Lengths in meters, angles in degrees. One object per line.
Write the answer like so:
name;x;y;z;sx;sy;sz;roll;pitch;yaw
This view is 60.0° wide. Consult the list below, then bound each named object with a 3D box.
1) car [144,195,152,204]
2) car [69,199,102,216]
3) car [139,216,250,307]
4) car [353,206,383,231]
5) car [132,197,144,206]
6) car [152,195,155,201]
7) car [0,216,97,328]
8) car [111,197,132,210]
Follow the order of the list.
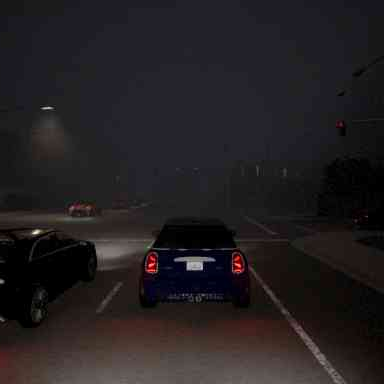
car;-10.634;1.743;71.635;2.128;1.511;4.902;0;1;0
car;-10.663;1.591;33.515;2.097;1.767;4.553;0;-1;0
car;0.058;1.364;8.133;2.097;1.767;4.553;0;0;0
car;12.526;1.598;20.706;4.674;1.442;1.812;0;-1;1
car;-10.679;1.709;61.041;2.097;1.767;4.553;0;1;0
car;-10.663;1.646;87.033;2.128;1.511;4.902;0;0;0
car;-3.447;1.503;6.993;2.128;1.511;4.902;0;0;0
car;-10.689;1.853;49.533;1.882;1.535;5.008;0;-1;0
